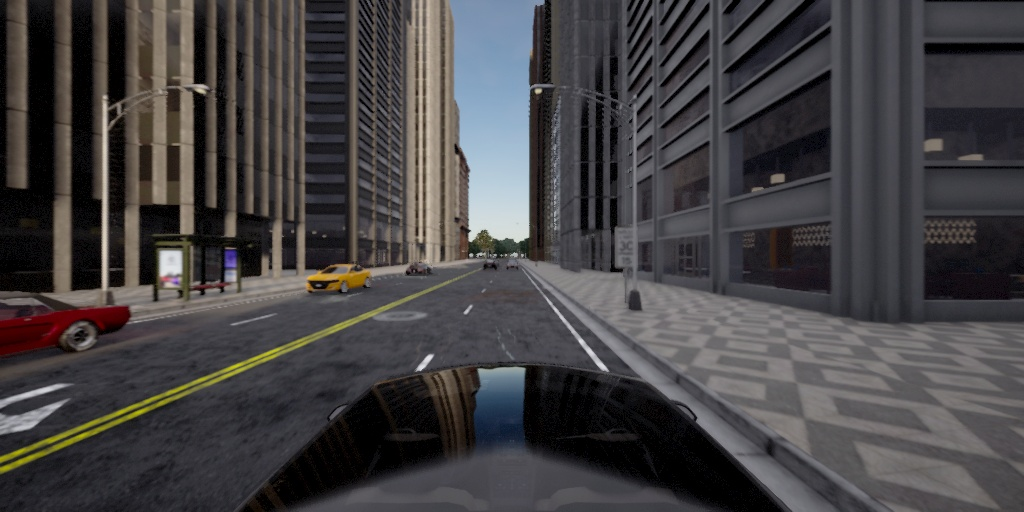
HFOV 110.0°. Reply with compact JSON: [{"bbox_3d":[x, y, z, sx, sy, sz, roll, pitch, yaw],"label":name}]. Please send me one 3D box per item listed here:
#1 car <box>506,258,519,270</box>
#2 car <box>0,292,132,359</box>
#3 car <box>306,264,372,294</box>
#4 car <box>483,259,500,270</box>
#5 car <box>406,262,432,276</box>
[{"bbox_3d":[0.071,1.324,53.781,2.033,1.411,5.357,0,0,0],"label":"car"},{"bbox_3d":[-9.848,1.352,6.121,1.895,1.301,4.718,0,0,0],"label":"car"},{"bbox_3d":[-9.846,1.232,20.754,1.882,1.535,5.008,0,0,0],"label":"car"},{"bbox_3d":[-3.184,1.253,53.204,1.882,1.535,5.008,0,0,0],"label":"car"},{"bbox_3d":[-9.791,1.328,38.004,1.994,1.385,4.181,0,0,1],"label":"car"}]
